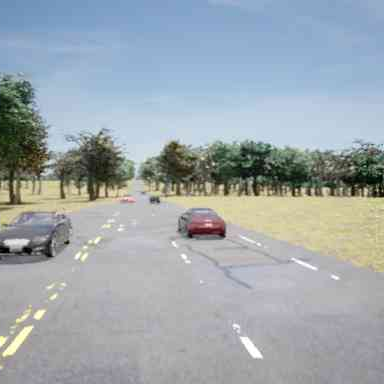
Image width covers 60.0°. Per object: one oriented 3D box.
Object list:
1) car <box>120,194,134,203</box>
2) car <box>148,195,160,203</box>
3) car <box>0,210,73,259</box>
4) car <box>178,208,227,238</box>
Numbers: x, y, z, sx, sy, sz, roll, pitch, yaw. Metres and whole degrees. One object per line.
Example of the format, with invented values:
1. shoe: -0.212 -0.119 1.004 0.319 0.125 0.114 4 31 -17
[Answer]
1. car: -11.862 1.144 60.913 2.097 1.767 4.553 0 0 -2
2. car: -7.055 1.294 62.161 1.837 1.490 4.892 0 0 -10
3. car: -5.790 1.464 12.596 2.128 1.511 4.902 0 0 -10
4. car: 0.448 1.524 17.694 1.994 1.385 4.181 0 0 -10
